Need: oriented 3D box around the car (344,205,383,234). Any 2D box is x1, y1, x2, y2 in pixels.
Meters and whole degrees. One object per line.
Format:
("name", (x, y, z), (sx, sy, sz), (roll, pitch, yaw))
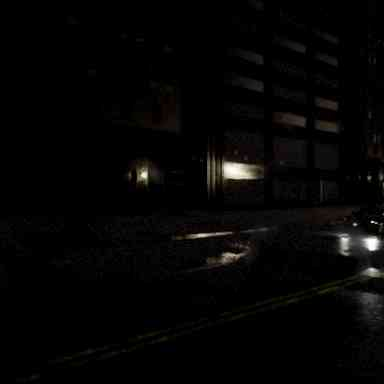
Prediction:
("car", (10.765, 1.528, 19.310), (4.892, 1.490, 1.837), (1, 0, -35))
